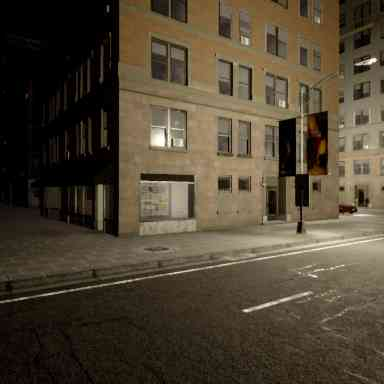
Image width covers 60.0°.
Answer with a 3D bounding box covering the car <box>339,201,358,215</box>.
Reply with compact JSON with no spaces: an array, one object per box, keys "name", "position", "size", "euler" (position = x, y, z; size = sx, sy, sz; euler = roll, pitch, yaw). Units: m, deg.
[{"name":"car","position":[14.709,1.547,34.271],"size":[1.994,1.385,4.181],"euler":[0,0,-35]}]
